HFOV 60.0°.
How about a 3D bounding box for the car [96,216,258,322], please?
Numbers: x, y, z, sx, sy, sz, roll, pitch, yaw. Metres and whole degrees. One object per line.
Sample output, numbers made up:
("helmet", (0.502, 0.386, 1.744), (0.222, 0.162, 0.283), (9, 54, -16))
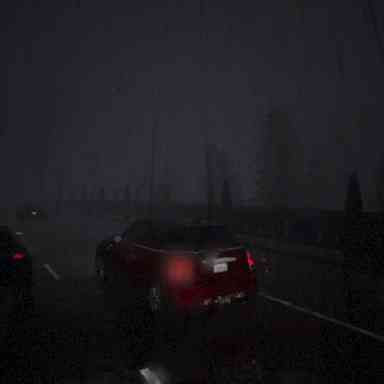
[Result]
("car", (-0.645, 1.361, 7.684), (2.097, 1.767, 4.553), (0, 0, -33))

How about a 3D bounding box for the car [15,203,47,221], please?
("car", (-13.131, 1.575, 27.076), (1.994, 1.385, 4.181), (0, 0, -33))

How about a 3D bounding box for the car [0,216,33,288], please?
("car", (-5.453, 1.565, 8.687), (1.994, 1.385, 4.181), (0, 0, -33))
